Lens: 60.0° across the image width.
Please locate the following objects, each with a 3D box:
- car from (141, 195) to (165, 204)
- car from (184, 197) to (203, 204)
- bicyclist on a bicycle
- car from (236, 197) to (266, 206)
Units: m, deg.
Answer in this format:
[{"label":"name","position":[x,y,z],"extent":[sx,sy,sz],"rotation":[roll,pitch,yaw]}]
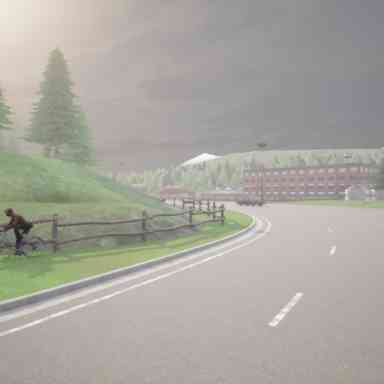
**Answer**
[{"label":"car","position":[-7.171,1.601,63.709],"extent":[1.895,1.301,4.718],"rotation":[0,0,-40]},{"label":"car","position":[0.183,1.564,60.095],"extent":[1.994,1.385,4.181],"rotation":[0,0,-39]},{"label":"bicyclist on a bicycle","position":[-5.355,1.299,10.123],"extent":[1.656,1.620,0.582],"rotation":[-3,2,-39]},{"label":"car","position":[9.419,1.547,53.386],"extent":[2.033,1.411,5.357],"rotation":[0,0,-33]}]
